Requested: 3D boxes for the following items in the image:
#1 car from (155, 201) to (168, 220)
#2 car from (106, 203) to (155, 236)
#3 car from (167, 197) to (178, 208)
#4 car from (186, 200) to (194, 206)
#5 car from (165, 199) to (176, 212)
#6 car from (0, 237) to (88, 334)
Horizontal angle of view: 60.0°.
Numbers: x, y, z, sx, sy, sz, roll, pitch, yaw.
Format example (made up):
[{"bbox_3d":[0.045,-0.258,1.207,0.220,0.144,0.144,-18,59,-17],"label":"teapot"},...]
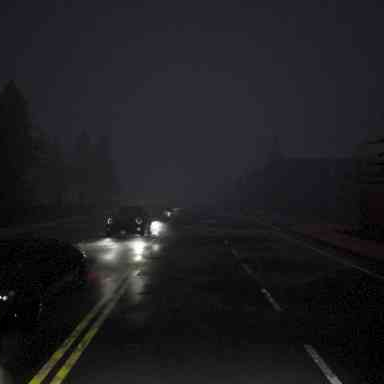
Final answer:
[{"bbox_3d":[-3.766,1.880,32.201,2.128,1.511,4.902,0,-1,0],"label":"car"},{"bbox_3d":[-3.702,1.594,20.027,2.097,1.767,4.553,0,-1,0],"label":"car"},{"bbox_3d":[-3.864,1.991,64.040,2.150,2.045,5.566,0,-1,0],"label":"car"},{"bbox_3d":[-0.389,2.428,74.107,2.033,1.411,5.357,0,-1,0],"label":"car"},{"bbox_3d":[-3.849,2.124,47.930,2.033,1.411,5.357,0,-1,0],"label":"car"},{"bbox_3d":[-3.631,1.649,6.853,1.994,1.385,4.181,0,-1,0],"label":"car"}]
